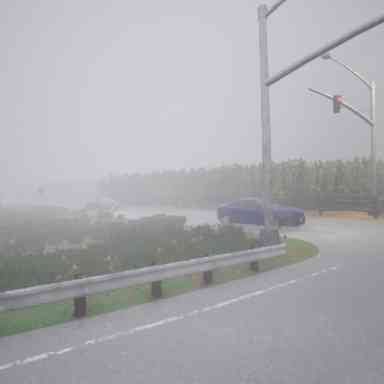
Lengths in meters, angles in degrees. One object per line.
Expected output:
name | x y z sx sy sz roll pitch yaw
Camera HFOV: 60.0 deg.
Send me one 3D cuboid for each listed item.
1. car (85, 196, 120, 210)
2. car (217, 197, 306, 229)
car | -8.651 1.159 31.650 1.812 1.442 4.674 -3 2 -41
car | 3.469 1.040 17.443 1.882 1.535 5.008 -3 2 -40
